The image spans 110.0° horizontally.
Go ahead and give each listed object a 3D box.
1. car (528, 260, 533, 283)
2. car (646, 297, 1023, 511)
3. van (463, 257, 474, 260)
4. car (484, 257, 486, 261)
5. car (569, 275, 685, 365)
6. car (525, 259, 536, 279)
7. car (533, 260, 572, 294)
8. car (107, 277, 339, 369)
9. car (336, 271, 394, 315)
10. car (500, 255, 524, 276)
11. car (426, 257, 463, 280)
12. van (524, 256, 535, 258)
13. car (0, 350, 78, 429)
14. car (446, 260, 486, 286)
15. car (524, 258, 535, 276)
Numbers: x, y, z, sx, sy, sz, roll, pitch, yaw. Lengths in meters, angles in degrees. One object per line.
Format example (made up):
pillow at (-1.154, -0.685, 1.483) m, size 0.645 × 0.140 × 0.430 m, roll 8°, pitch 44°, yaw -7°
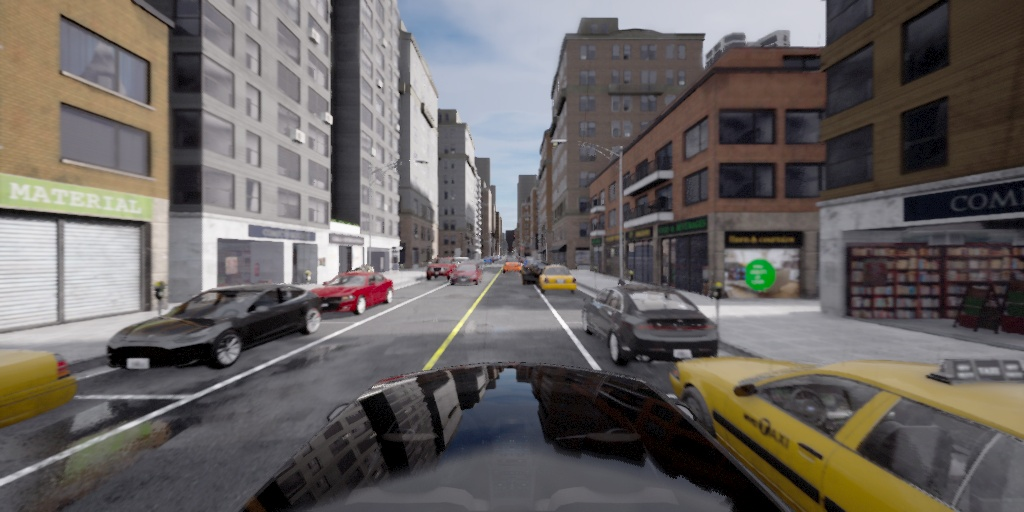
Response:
car at (2.676, 1.280, 30.482) m, size 1.948 × 1.339 × 4.313 m, roll 0°, pitch 0°, yaw 0°
car at (2.669, 1.275, 2.304) m, size 1.751 × 1.417 × 4.829 m, roll 0°, pitch 0°, yaw 0°
van at (-5.847, 1.041, 41.808) m, size 1.690 × 1.789 × 3.998 m, roll 0°, pitch 0°, yaw 0°
car at (-5.843, 1.215, 58.814) m, size 2.007 × 1.370 × 4.403 m, roll 0°, pitch 0°, yaw 0°
car at (2.670, 1.294, 7.804) m, size 2.007 × 1.370 × 4.403 m, roll 0°, pitch 0°, yaw 0°
car at (2.677, 1.273, 36.151) m, size 1.948 × 1.339 × 4.313 m, roll 0°, pitch 0°, yaw 0°
car at (2.355, 1.185, 19.973) m, size 1.801 × 1.575 × 5.366 m, roll 0°, pitch 0°, yaw 0°
car at (-5.856, 1.309, 7.798) m, size 1.948 × 1.339 × 4.313 m, roll 0°, pitch 0°, yaw 0°
car at (-5.854, 1.282, 13.466) m, size 1.888 × 1.381 × 4.507 m, roll 0°, pitch 0°, yaw 0°
car at (0.043, 1.052, 41.795) m, size 2.097 × 1.767 × 4.553 m, roll 0°, pitch 0°, yaw 1°
car at (-5.850, 1.030, 30.472) m, size 2.192 × 1.841 × 5.009 m, roll 0°, pitch 0°, yaw 0°
van at (2.681, 1.019, 53.160) m, size 1.690 × 1.789 × 3.998 m, roll 0°, pitch 0°, yaw 0°
car at (-5.857, 1.275, 1.960) m, size 1.751 × 1.417 × 4.829 m, roll 0°, pitch 0°, yaw 0°
car at (-3.081, 1.248, 24.987) m, size 1.812 × 1.442 × 4.674 m, roll 0°, pitch 0°, yaw 0°
car at (2.678, 1.250, 41.820) m, size 2.007 × 1.370 × 4.403 m, roll 0°, pitch 0°, yaw 0°
